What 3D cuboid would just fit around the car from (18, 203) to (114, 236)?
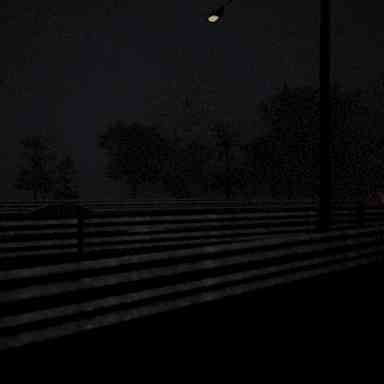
[{"bbox_3d":[-5.830,1.255,16.052,4.674,1.442,1.812,0,0,-26],"label":"car"}]
